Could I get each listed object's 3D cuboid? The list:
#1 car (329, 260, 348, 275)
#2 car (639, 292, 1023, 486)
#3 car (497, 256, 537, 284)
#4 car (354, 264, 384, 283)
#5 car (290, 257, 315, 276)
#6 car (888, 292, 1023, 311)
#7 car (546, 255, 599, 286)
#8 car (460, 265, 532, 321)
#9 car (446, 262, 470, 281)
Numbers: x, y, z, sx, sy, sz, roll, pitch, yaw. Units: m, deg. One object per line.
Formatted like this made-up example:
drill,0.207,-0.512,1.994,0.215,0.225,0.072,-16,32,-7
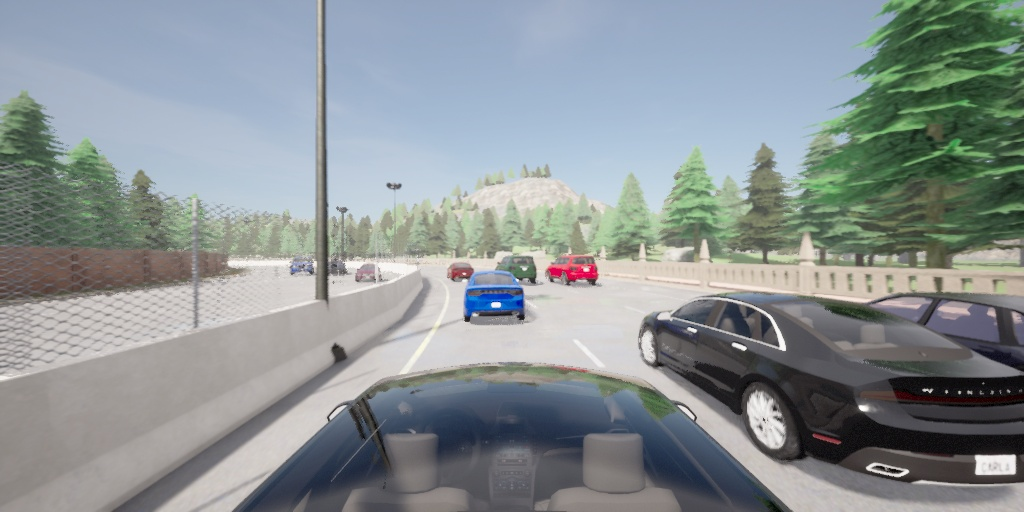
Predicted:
car,-20.062,1.440,41.226,1.994,1.385,4.181,0,0,-26
car,3.383,1.244,4.979,1.837,1.490,4.892,0,0,-2
car,0.211,0.997,27.043,2.150,2.045,5.566,0,0,-14
car,-11.571,1.353,29.294,1.812,1.442,4.674,0,0,-18
car,-23.455,1.113,40.289,2.150,2.045,5.566,0,0,-26
car,6.913,1.272,5.524,2.033,1.411,5.357,0,0,-2
car,4.156,0.979,25.529,2.150,2.045,5.566,0,0,-13
car,-0.726,1.242,12.660,1.882,1.535,5.008,0,0,-6
car,-4.453,1.277,30.624,1.882,1.535,5.008,0,0,-16
